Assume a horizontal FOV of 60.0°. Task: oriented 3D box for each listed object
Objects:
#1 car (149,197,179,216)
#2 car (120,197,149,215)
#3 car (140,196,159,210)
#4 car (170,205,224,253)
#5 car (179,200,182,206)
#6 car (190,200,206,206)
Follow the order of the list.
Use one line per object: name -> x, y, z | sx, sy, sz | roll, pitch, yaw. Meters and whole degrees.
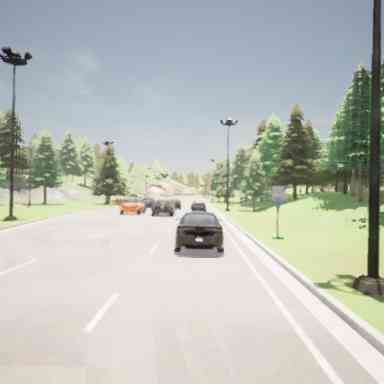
car -> -2.866, 1.526, 34.629 | 2.097, 1.767, 4.553 | 1, 0, 1
car -> -6.343, 1.470, 36.193 | 2.097, 1.767, 4.553 | 1, 0, 2
car -> -6.120, 1.554, 48.450 | 2.097, 1.767, 4.553 | 1, 0, 1
car -> 0.311, 1.579, 14.396 | 1.882, 1.535, 5.008 | 1, 0, 1
car -> -2.579, 1.761, 50.298 | 1.882, 1.535, 5.008 | 1, 0, 1
car -> 0.800, 1.783, 41.626 | 2.128, 1.511, 4.902 | 1, 0, 1
